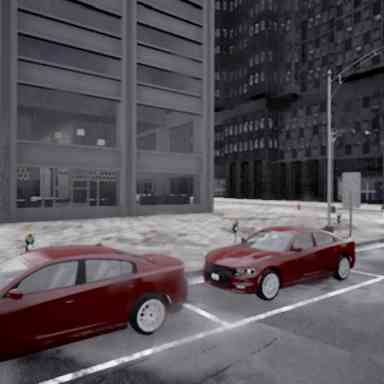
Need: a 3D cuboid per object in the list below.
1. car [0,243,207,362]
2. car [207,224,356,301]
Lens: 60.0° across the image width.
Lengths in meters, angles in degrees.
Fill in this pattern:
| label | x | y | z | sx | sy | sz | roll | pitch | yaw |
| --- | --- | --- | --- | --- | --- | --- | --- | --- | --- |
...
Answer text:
| label | x | y | z | sx | sy | sz | roll | pitch | yaw |
| --- | --- | --- | --- | --- | --- | --- | --- | --- | --- |
| car | -2.168 | 1.545 | 5.121 | 4.507 | 1.381 | 1.887 | 0 | 0 | -36 |
| car | 2.316 | 1.548 | 8.349 | 4.507 | 1.381 | 1.887 | 0 | 0 | -36 |
